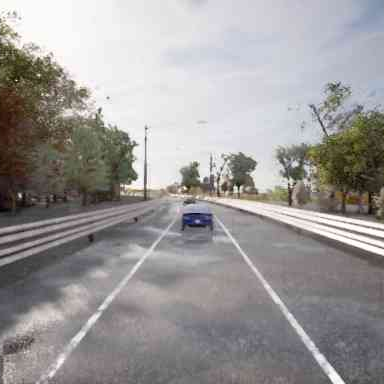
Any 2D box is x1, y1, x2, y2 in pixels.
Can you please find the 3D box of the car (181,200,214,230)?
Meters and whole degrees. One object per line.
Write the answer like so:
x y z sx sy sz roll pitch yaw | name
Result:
0.348 1.494 21.083 1.882 1.535 5.008 0 0 1 | car

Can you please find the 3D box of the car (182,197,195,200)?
-0.541 1.503 53.876 1.837 1.490 4.892 1 0 -5 | car
